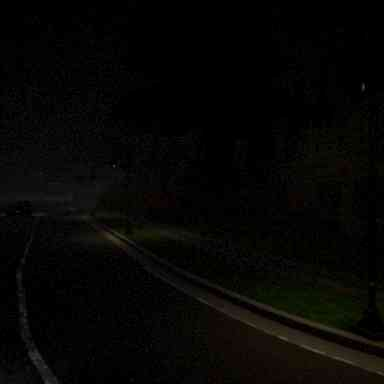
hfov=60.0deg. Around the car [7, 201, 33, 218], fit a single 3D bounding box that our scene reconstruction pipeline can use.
[{"bbox_3d":[-16.041,1.560,31.076,1.882,1.535,5.008,1,-1,-23],"label":"car"}]
